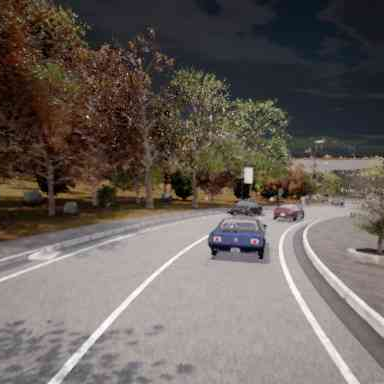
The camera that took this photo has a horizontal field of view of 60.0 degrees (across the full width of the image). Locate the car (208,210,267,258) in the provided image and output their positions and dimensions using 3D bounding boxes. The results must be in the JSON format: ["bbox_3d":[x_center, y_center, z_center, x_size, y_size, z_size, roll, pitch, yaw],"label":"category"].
[{"bbox_3d":[1.950,1.608,12.945,1.895,1.301,4.718,2,0,14],"label":"car"}]

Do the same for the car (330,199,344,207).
[{"bbox_3d":[27.880,2.039,63.656,1.837,1.490,4.892,4,2,35],"label":"car"}]

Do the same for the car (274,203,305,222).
[{"bbox_3d":[8.446,1.679,28.725,1.812,1.442,4.674,4,1,29],"label":"car"}]

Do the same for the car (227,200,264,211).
[{"bbox_3d":[4.996,1.485,30.328,2.033,1.411,5.357,4,1,30],"label":"car"}]
